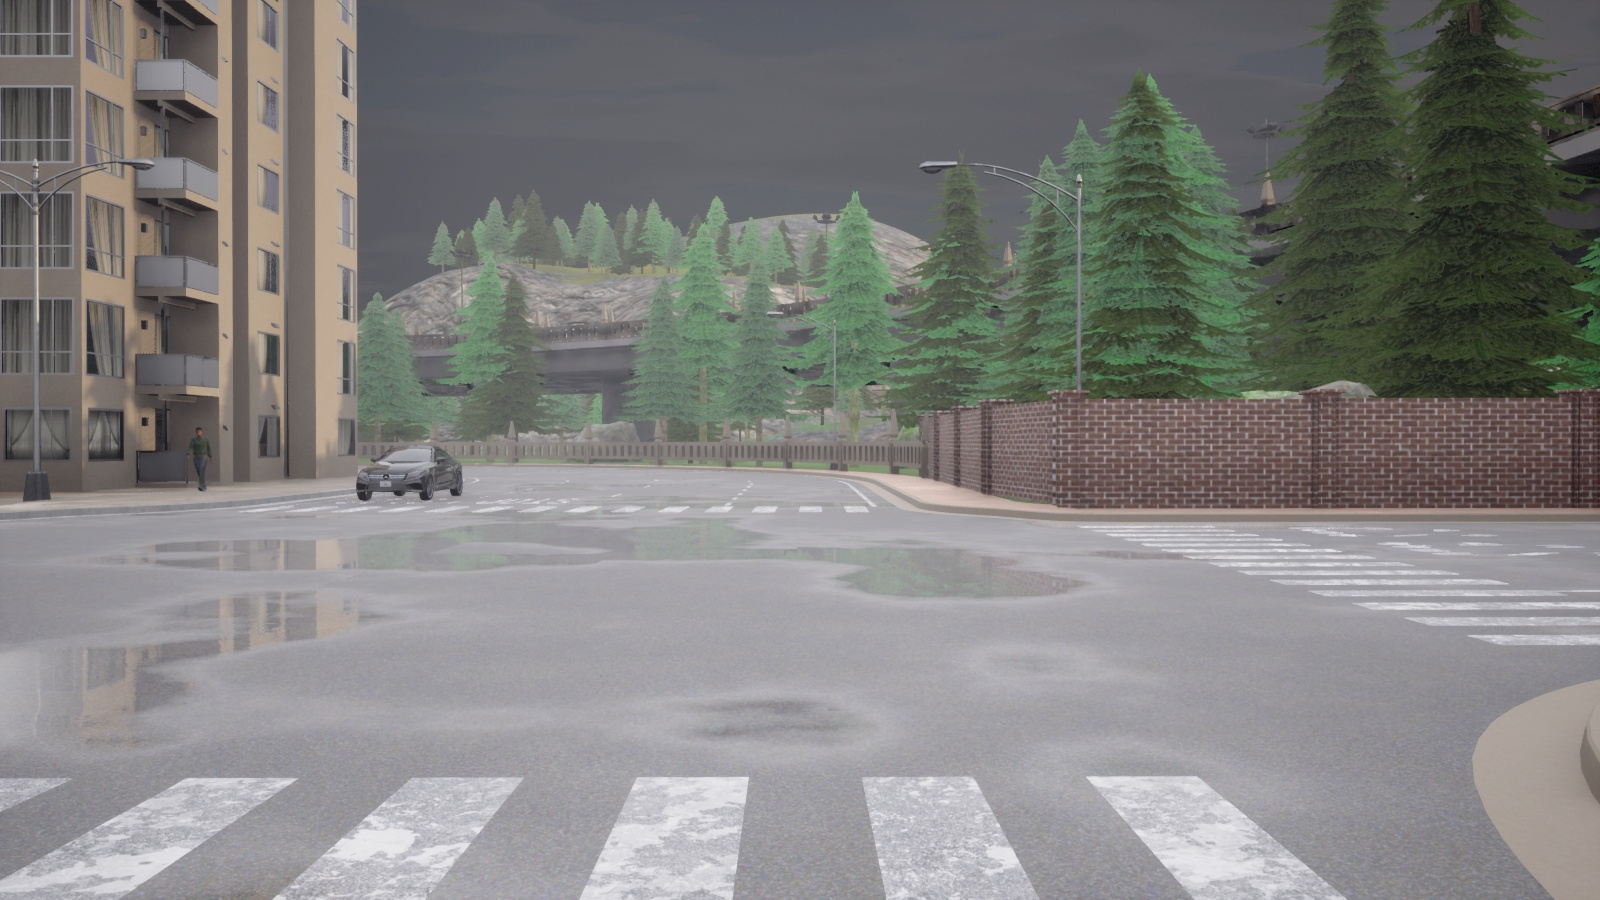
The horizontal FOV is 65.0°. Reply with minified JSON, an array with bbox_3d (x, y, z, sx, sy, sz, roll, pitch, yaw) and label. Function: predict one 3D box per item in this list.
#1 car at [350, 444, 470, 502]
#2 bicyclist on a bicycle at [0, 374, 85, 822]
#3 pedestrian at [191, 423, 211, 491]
[{"bbox_3d":[-10.497,0.571,34.132,1.812,1.442,4.674,0,0,0],"label":"car"},{"bbox_3d":[-3.499,0.588,4.639,0.659,1.776,1.843,0,0,0],"label":"bicyclist on a bicycle"},{"bbox_3d":[-16.356,0.194,34.301,0.353,1.847,0.614,0,0,-11],"label":"pedestrian"}]
